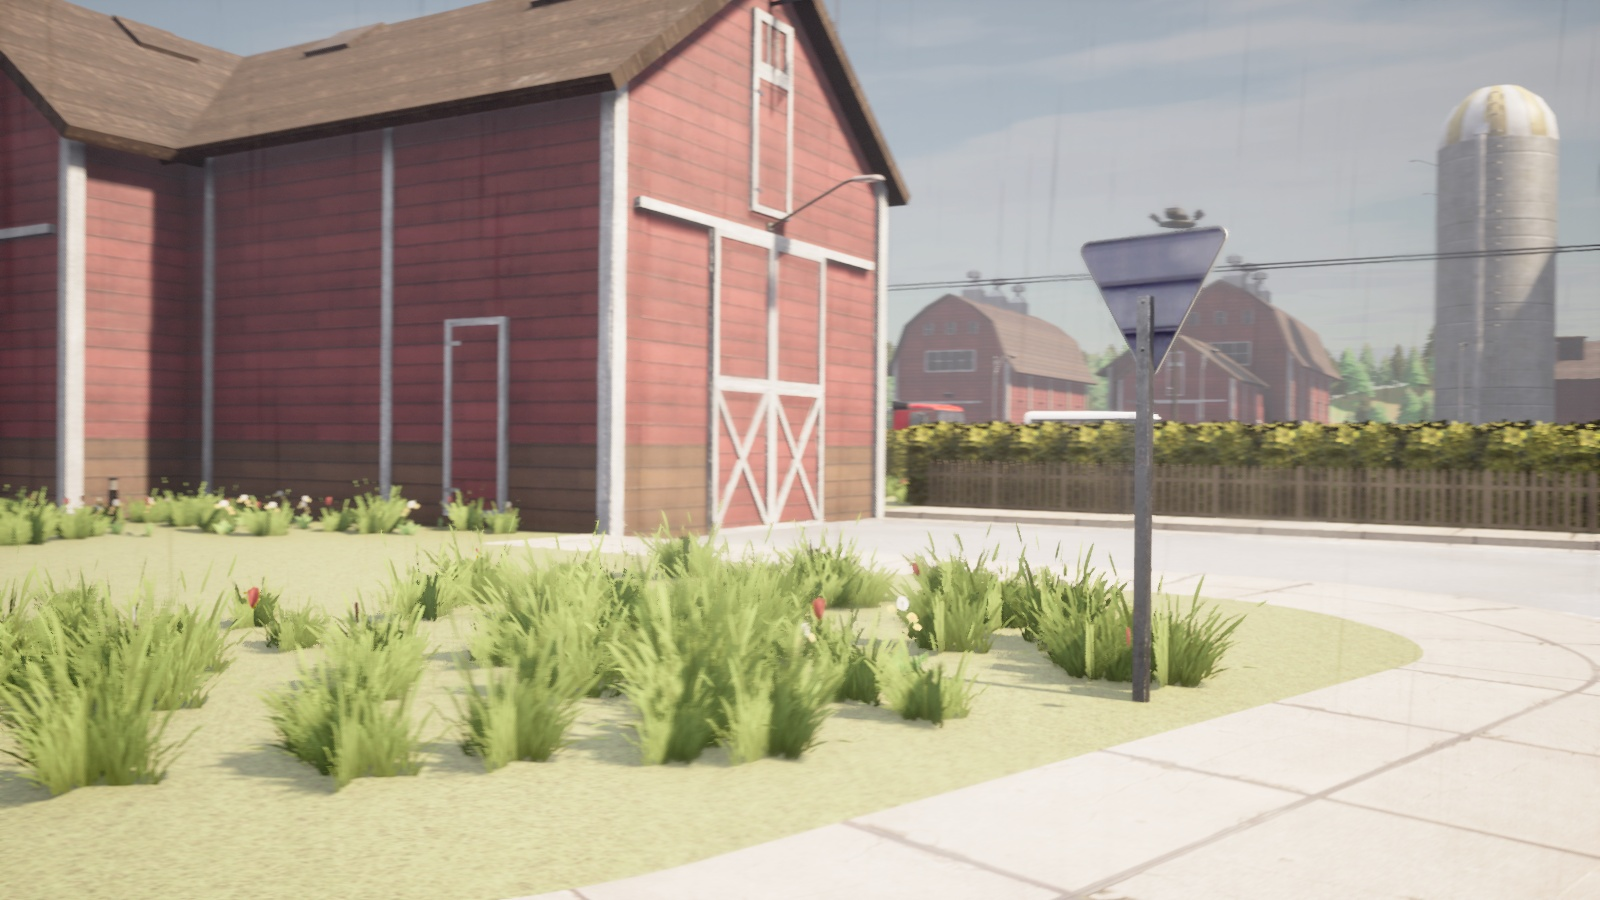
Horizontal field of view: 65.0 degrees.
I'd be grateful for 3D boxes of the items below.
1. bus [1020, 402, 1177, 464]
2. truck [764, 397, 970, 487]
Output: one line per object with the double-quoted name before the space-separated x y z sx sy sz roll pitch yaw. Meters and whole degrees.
"bus" 21.433 -1.128 90.381 10.273 4.253 3.944 0 0 29
"truck" 2.682 -0.293 51.343 7.936 3.462 2.891 0 0 30
